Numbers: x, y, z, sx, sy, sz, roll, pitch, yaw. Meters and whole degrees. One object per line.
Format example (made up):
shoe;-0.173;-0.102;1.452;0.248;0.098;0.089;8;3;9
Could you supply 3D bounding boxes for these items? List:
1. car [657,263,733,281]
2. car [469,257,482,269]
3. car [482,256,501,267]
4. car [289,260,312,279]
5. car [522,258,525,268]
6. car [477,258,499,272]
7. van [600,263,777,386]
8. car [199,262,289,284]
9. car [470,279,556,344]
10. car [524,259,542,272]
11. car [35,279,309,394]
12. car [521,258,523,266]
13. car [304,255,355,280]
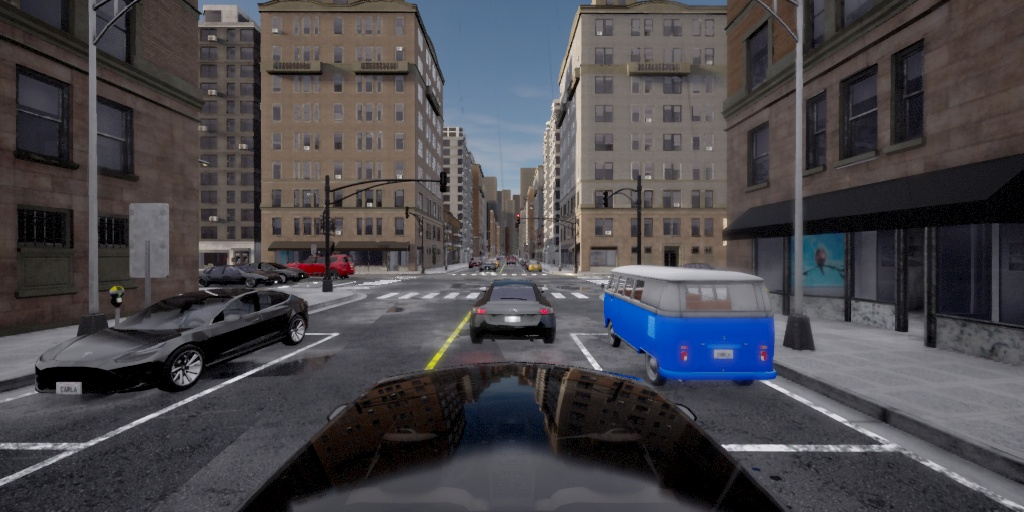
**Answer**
car;15.228;1.289;30.027;5.357;1.411;2.033;0;0;0
car;-5.687;1.050;56.891;2.192;1.841;5.009;0;0;0
car;-3.095;1.215;54.735;1.882;1.535;5.008;0;0;0
car;-17.864;1.230;26.396;4.892;1.490;1.837;0;0;0
car;2.880;1.178;51.428;1.967;1.591;4.097;0;0;0
car;-3.036;1.305;45.866;1.994;1.385;4.181;0;0;-1
van;2.883;1.090;6.712;1.690;1.789;3.998;0;0;0
car;-17.894;1.281;23.144;5.357;1.411;2.033;0;0;0
car;0.044;1.314;9.636;1.994;1.385;4.181;0;0;1
car;2.920;1.267;46.072;1.751;1.417;4.829;0;0;0
car;-5.642;1.315;6.756;1.948;1.339;4.313;0;0;0
car;2.838;1.286;56.954;2.007;1.370;4.403;0;0;0
car;-16.016;0.943;29.856;5.566;2.045;2.150;0;0;0
